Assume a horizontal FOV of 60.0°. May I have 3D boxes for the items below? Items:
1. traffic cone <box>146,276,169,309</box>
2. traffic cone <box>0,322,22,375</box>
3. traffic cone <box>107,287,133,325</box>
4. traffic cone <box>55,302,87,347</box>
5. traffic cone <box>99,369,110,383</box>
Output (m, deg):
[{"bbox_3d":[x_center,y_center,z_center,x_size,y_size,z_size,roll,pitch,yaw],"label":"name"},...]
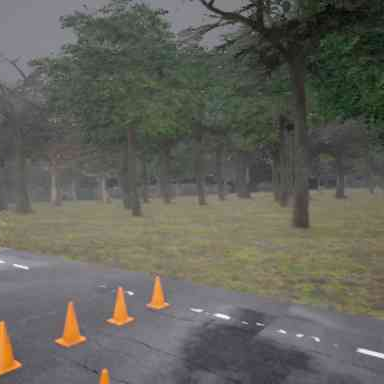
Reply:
[{"bbox_3d":[-0.698,2.004,6.748,0.340,0.580,0.340,0,0,36],"label":"traffic cone"},{"bbox_3d":[-2.451,1.987,4.317,0.340,0.580,0.340,0,0,36],"label":"traffic cone"},{"bbox_3d":[-1.283,1.998,5.938,0.340,0.580,0.340,0,0,36],"label":"traffic cone"},{"bbox_3d":[-1.867,1.992,5.128,0.340,0.580,0.340,0,0,36],"label":"traffic cone"},{"bbox_3d":[-0.829,1.978,3.148,0.340,0.580,0.340,0,0,36],"label":"traffic cone"}]
